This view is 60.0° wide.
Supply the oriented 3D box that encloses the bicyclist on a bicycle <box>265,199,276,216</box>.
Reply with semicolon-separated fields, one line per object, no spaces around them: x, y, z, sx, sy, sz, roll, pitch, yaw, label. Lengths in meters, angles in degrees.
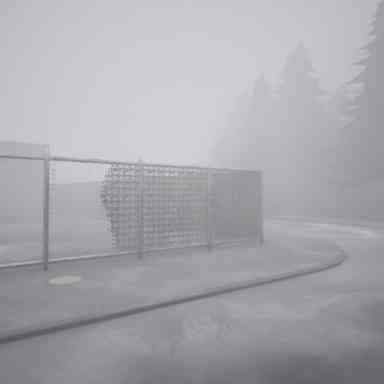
7.599;1.510;32.204;1.656;1.620;0.582;0;0;-35;bicyclist on a bicycle
